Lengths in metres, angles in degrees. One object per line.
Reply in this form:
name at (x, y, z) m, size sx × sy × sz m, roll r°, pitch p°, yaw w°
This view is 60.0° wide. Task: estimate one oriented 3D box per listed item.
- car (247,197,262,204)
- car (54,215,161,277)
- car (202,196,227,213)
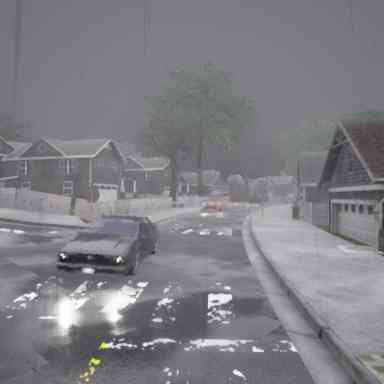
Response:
car at (11.669, 1.624, 61.259) m, size 1.895 × 1.301 × 4.718 m, roll 0°, pitch -1°, yaw 26°
car at (-2.222, 1.465, 10.512) m, size 2.033 × 1.411 × 5.357 m, roll 3°, pitch 1°, yaw 5°
car at (2.504, 1.292, 36.946) m, size 2.097 × 1.767 × 4.553 m, roll 0°, pitch 0°, yaw 15°
